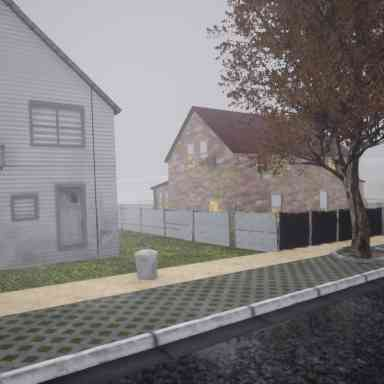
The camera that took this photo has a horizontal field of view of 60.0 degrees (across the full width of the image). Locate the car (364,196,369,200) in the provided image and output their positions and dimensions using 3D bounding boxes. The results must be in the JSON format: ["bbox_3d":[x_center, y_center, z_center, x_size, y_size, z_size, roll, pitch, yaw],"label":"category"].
[{"bbox_3d":[28.662,1.946,59.245,2.033,1.411,5.357,-2,0,1],"label":"car"}]

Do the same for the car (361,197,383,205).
[{"bbox_3d":[35.246,1.777,65.230,1.994,1.385,4.181,-2,0,0],"label":"car"}]

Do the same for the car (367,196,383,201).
[{"bbox_3d":[31.915,1.764,58.856,1.882,1.535,5.008,-2,0,1],"label":"car"}]

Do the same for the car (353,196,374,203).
[{"bbox_3d":[38.575,1.610,74.944,2.128,1.511,4.902,-2,0,0],"label":"car"}]
